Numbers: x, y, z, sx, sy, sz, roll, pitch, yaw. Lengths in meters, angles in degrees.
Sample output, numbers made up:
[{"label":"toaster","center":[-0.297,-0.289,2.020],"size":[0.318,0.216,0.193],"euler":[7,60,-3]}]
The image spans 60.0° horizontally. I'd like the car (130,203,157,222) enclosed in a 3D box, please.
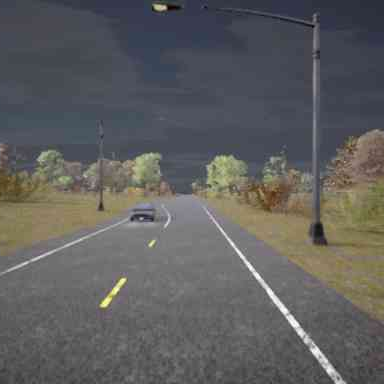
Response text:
[{"label":"car","center":[-3.783,1.560,26.842],"size":[2.033,1.411,5.357],"euler":[0,0,-2]}]
